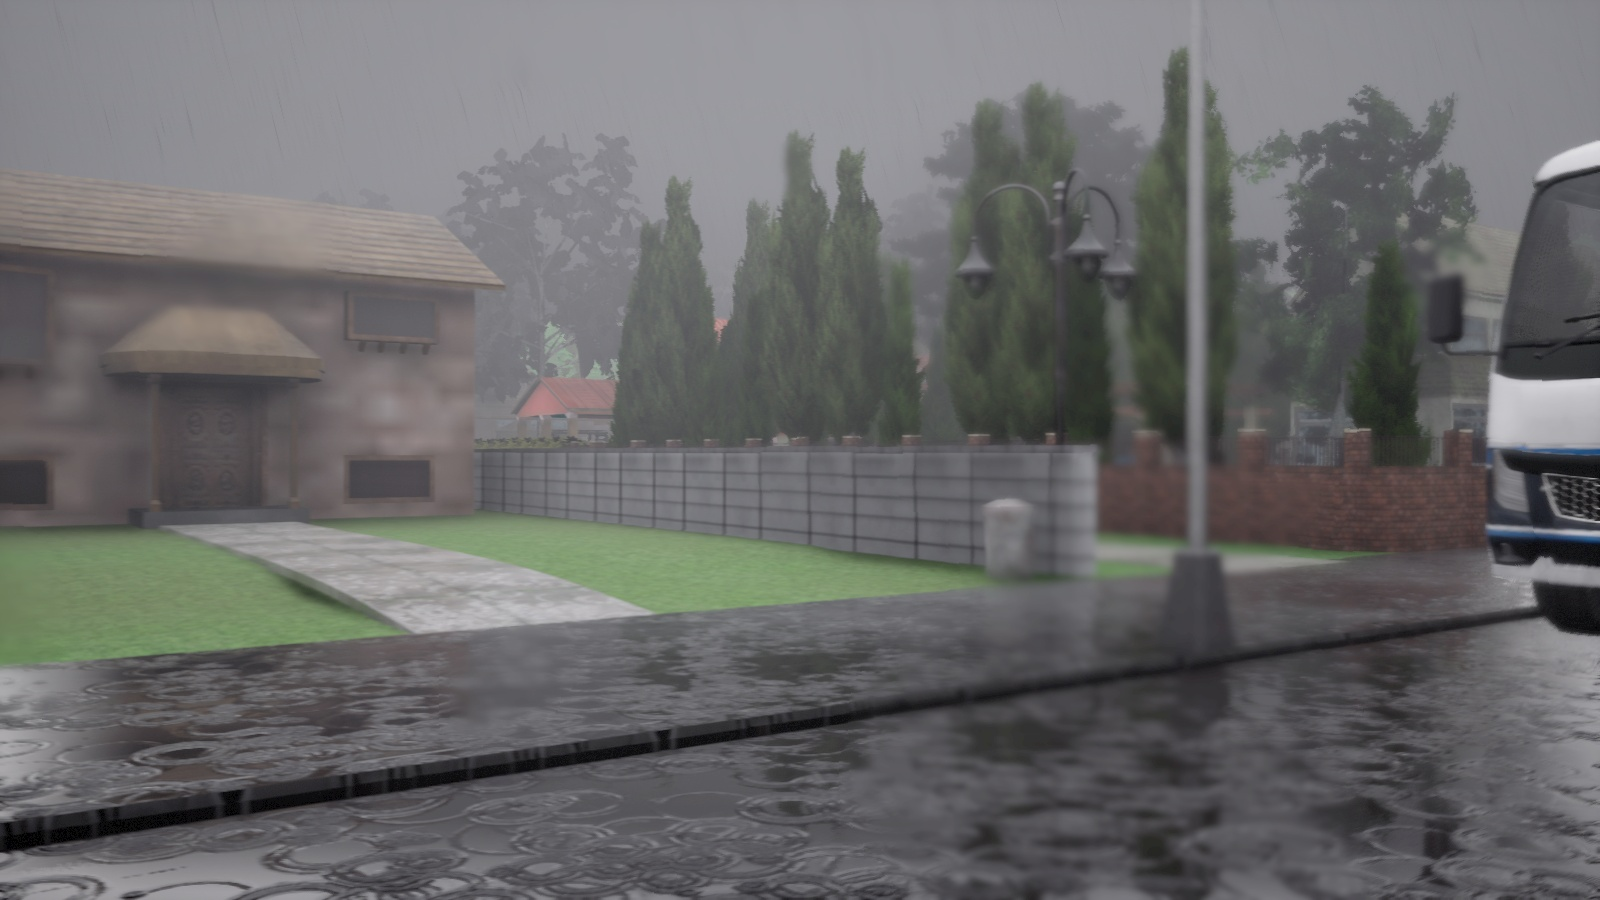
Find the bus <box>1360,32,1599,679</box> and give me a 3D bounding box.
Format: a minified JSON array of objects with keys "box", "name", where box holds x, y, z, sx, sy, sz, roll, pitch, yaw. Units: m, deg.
[{"box":[9.634,-0.625,10.971,10.273,4.253,3.944,0,0,-35],"name":"bus"}]
